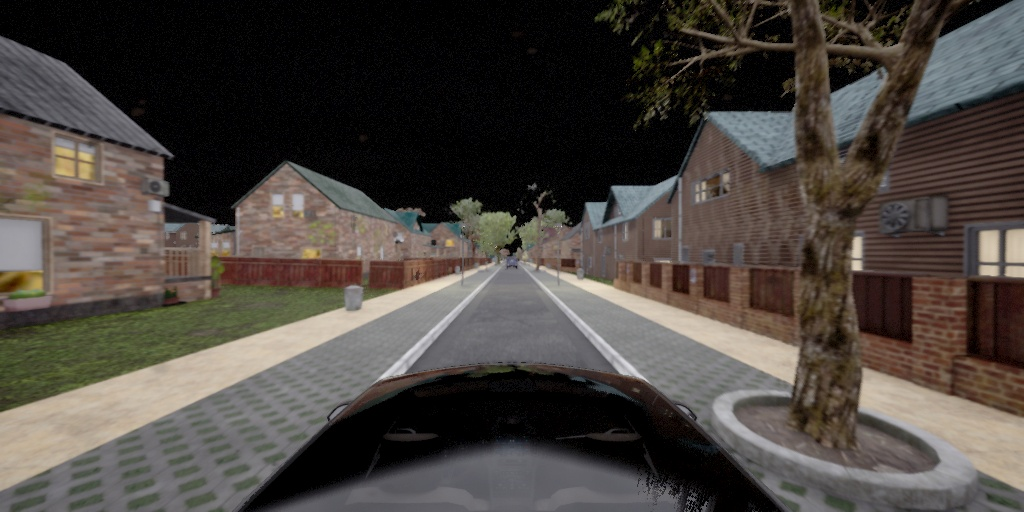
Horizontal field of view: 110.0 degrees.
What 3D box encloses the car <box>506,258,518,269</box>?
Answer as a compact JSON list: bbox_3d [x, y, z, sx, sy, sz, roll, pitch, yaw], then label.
[{"bbox_3d":[0.008,1.436,57.954,1.895,1.301,4.718,0,0,0],"label":"car"}]
